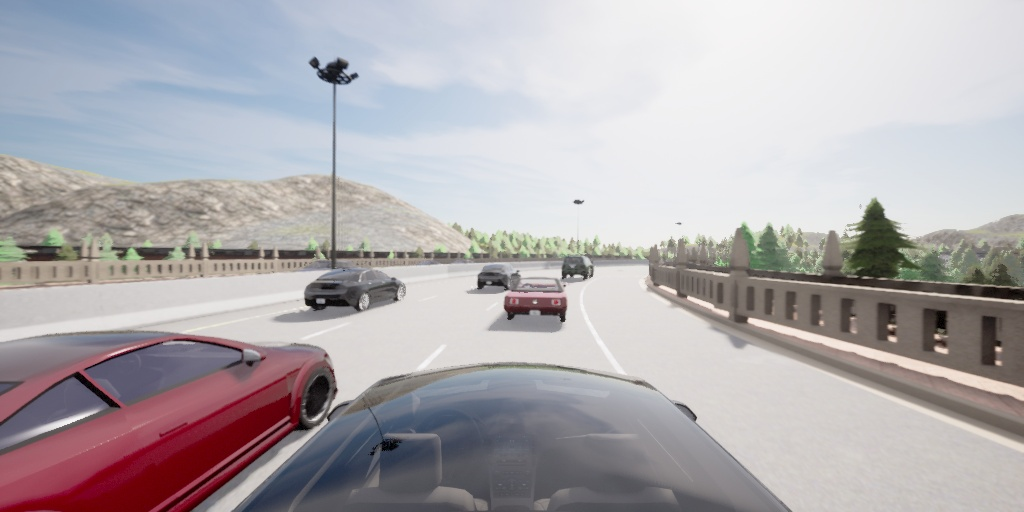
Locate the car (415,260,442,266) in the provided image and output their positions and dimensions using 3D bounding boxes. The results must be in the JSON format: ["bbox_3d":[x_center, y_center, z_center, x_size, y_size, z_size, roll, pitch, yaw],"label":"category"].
[{"bbox_3d":[-10.787,1.246,46.687,1.994,1.385,4.181,0,0,25],"label":"car"}]

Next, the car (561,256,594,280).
[{"bbox_3d":[5.906,0.993,31.891,2.150,2.045,5.566,0,0,21],"label":"car"}]

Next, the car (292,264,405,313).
[{"bbox_3d":[-5.847,1.221,13.980,1.837,1.490,4.892,0,0,8],"label":"car"}]

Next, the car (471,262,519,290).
[{"bbox_3d":[-0.715,1.245,22.205,1.837,1.490,4.892,0,0,13],"label":"car"}]

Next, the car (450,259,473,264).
[{"bbox_3d":[-6.591,1.201,47.338,2.128,1.511,4.902,0,0,26],"label":"car"}]

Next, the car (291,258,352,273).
[{"bbox_3d":[-11.617,1.035,22.365,2.097,1.767,4.553,0,0,13],"label":"car"}]

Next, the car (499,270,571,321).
[{"bbox_3d":[0.954,1.353,12.535,1.895,1.301,4.718,0,0,7],"label":"car"}]

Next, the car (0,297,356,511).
[{"bbox_3d":[-3.257,1.296,2.938,1.994,1.385,4.181,0,0,1],"label":"car"}]
